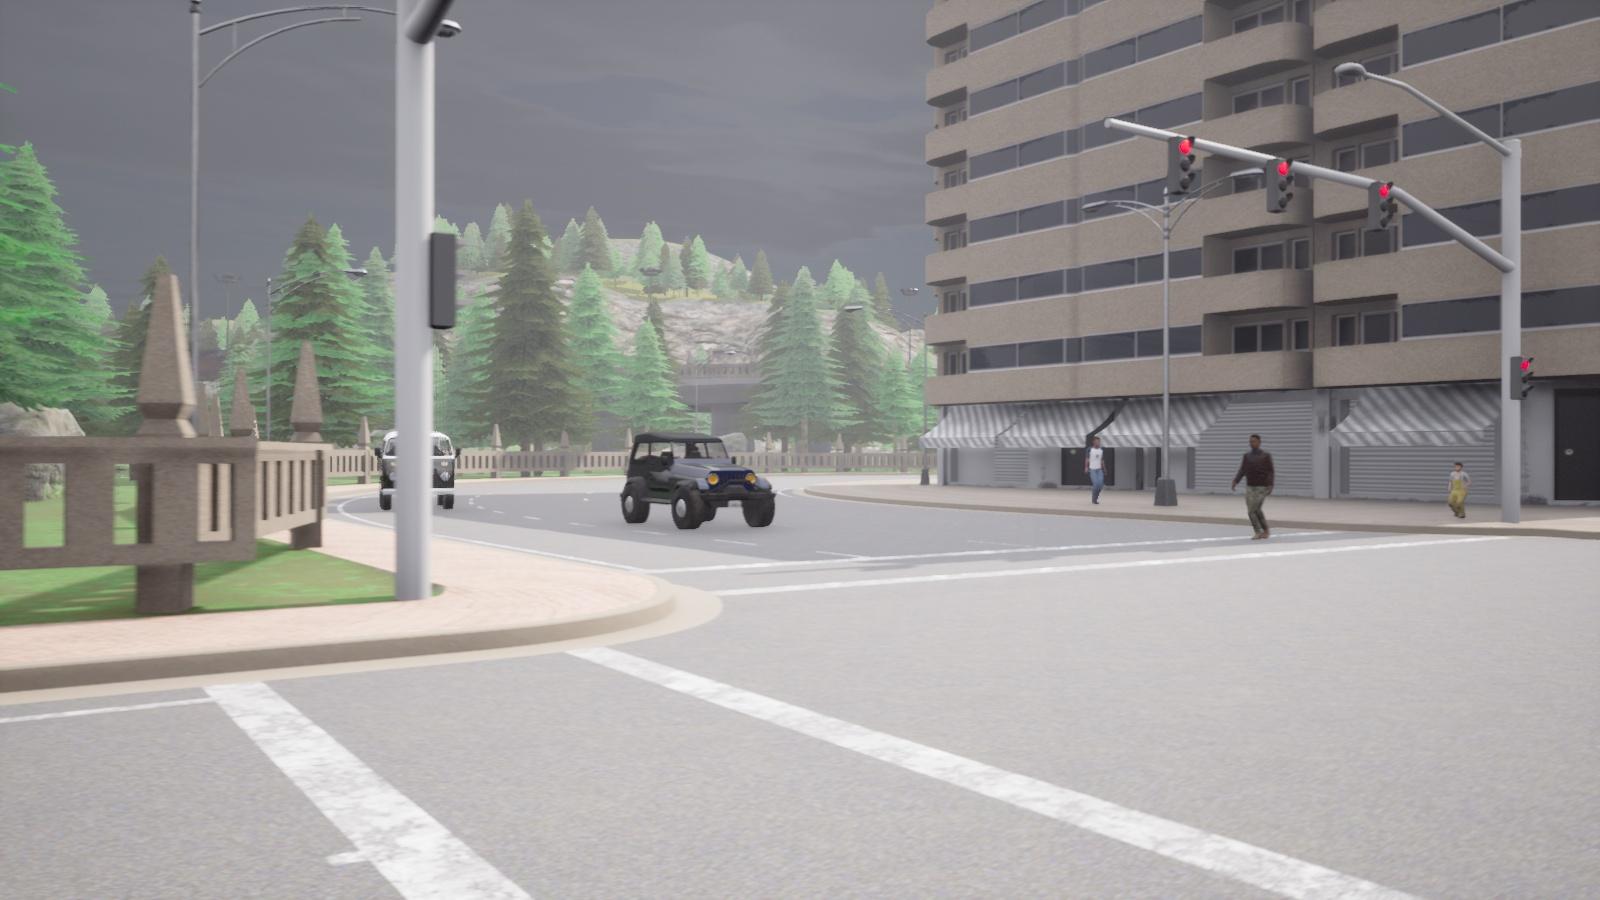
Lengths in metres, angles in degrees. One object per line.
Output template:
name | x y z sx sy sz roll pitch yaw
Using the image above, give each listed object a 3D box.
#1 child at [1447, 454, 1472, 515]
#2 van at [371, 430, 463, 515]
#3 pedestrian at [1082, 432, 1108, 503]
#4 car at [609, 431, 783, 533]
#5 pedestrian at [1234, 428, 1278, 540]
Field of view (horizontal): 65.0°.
child | 13.670 0.709 26.029 0.437 1.263 0.270 0 0 -35
van | -10.006 0.544 32.582 2.069 2.038 4.480 0 0 -20
pedestrian | 7.761 0.461 33.049 0.354 1.836 0.706 0 0 -17
car | -2.175 0.580 25.244 1.905 1.878 3.866 0 0 -32
pedestrian | 7.652 0.556 21.077 0.703 1.840 0.431 0 0 -44
